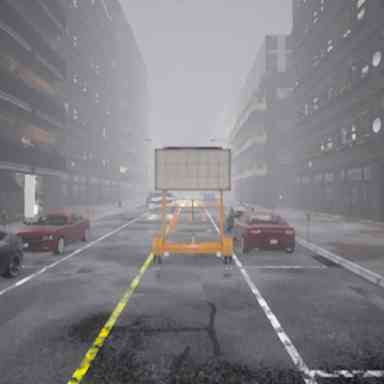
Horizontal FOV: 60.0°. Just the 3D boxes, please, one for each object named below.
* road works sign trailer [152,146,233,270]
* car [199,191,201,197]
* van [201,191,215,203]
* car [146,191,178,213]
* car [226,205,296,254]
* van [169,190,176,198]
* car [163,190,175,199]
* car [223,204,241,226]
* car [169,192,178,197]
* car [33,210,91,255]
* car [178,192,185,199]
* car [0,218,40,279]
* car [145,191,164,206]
[{"bbox_3d":[0.029,0.358,10.633,2.380,3.560,2.880,0,1,0],"label":"road works sign trailer"},{"bbox_3d":[2.774,0.462,86.506,2.192,1.841,5.009,1,1,0],"label":"car"},{"bbox_3d":[2.696,0.823,52.484,1.690,1.788,3.998,1,1,0],"label":"van"},{"bbox_3d":[-2.777,0.903,32.184,2.150,2.045,5.566,0,1,0],"label":"car"},{"bbox_3d":[2.603,1.417,12.791,1.887,1.381,4.507,1,1,0],"label":"car"},{"bbox_3d":[-5.107,0.488,86.495,1.690,1.788,3.998,1,1,0],"label":"van"},{"bbox_3d":[-5.132,0.573,75.153,2.192,1.841,5.009,1,1,0],"label":"car"},{"bbox_3d":[2.616,1.368,18.462,2.008,1.369,4.403,1,1,0],"label":"car"},{"bbox_3d":[-5.097,0.642,92.167,2.008,1.369,4.403,1,1,0],"label":"car"},{"bbox_3d":[-5.277,1.417,12.779,1.887,1.381,4.507,1,1,0],"label":"car"},{"bbox_3d":[-2.585,0.804,72.796,1.812,1.442,4.674,0,1,0],"label":"car"},{"bbox_3d":[-5.290,1.494,7.109,1.947,1.339,4.313,1,1,0],"label":"car"},{"bbox_3d":[-5.197,0.852,46.801,2.192,1.841,5.009,1,1,0],"label":"car"}]
